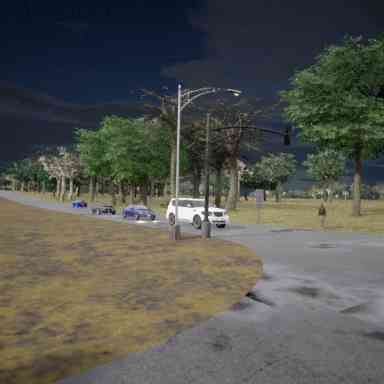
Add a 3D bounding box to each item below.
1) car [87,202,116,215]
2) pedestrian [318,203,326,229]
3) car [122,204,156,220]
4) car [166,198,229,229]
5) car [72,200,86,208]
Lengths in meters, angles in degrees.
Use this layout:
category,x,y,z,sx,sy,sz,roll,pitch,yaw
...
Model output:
category,x,y,z,sx,sy,sz,roll,pitch,yaw
car,-10.771,2.012,40.263,1.994,1.385,4.181,3,-2,-34
pedestrian,9.322,1.717,23.842,0.375,1.860,0.375,1,-1,-34
car,-5.199,1.883,31.931,1.812,1.442,4.674,3,-2,-34
car,0.243,1.459,23.765,2.150,2.045,5.566,3,-2,-34
car,-21.107,2.220,62.411,1.882,1.535,5.008,3,-2,-34
